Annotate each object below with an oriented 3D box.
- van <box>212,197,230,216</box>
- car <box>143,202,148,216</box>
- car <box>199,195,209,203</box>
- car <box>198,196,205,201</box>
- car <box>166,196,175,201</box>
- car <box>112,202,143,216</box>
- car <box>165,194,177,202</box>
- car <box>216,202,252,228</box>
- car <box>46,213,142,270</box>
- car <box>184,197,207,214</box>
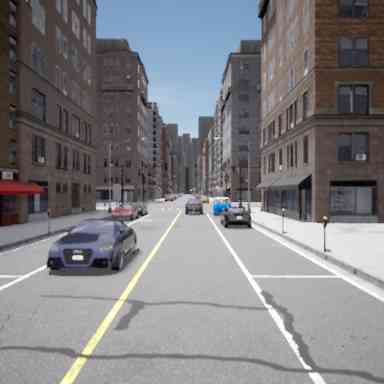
[{"bbox_3d":[2.973,1.435,33.566,1.690,1.788,3.998,0,0,0],"label":"van"},{"bbox_3d":[-5.552,1.659,33.586,1.947,1.339,4.313,0,0,0],"label":"car"},{"bbox_3d":[2.906,1.724,72.925,1.752,1.417,4.829,0,0,-1],"label":"car"},{"bbox_3d":[2.684,1.793,94.858,1.887,1.381,4.507,0,0,-1],"label":"car"},{"bbox_3d":[-5.785,1.787,89.246,2.008,1.369,4.403,0,0,-1],"label":"car"},{"bbox_3d":[-5.571,1.660,28.135,1.802,1.307,4.206,0,0,0],"label":"car"},{"bbox_3d":[-5.730,1.539,83.721,2.192,1.841,5.009,0,0,-1],"label":"car"},{"bbox_3d":[2.935,1.628,22.668,1.947,1.339,4.313,0,0,0],"label":"car"},{"bbox_3d":[-3.058,1.594,10.949,1.994,1.385,4.181,0,0,1],"label":"car"},{"bbox_3d":[0.221,1.591,36.106,2.128,1.511,4.902,0,0,0],"label":"car"}]
